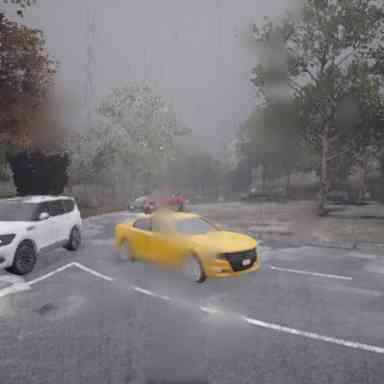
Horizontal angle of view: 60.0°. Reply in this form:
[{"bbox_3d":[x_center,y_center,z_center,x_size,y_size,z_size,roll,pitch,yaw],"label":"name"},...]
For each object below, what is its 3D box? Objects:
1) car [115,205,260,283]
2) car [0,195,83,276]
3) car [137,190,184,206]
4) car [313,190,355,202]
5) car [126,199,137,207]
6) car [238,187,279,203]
[{"bbox_3d":[-0.375,1.349,9.564,1.882,1.535,5.008,-2,1,-41],"label":"car"},{"bbox_3d":[-5.365,1.169,10.607,2.150,2.045,5.566,-1,1,3],"label":"car"},{"bbox_3d":[-2.414,0.845,29.479,2.150,2.045,5.566,-1,1,18],"label":"car"},{"bbox_3d":[17.798,0.553,41.941,4.892,1.490,1.837,0,1,11],"label":"car"},{"bbox_3d":[-4.483,1.127,32.392,1.837,1.490,4.892,-1,0,24],"label":"car"},{"bbox_3d":[8.951,0.338,44.662,5.566,2.045,2.150,-2,1,-14],"label":"car"}]
